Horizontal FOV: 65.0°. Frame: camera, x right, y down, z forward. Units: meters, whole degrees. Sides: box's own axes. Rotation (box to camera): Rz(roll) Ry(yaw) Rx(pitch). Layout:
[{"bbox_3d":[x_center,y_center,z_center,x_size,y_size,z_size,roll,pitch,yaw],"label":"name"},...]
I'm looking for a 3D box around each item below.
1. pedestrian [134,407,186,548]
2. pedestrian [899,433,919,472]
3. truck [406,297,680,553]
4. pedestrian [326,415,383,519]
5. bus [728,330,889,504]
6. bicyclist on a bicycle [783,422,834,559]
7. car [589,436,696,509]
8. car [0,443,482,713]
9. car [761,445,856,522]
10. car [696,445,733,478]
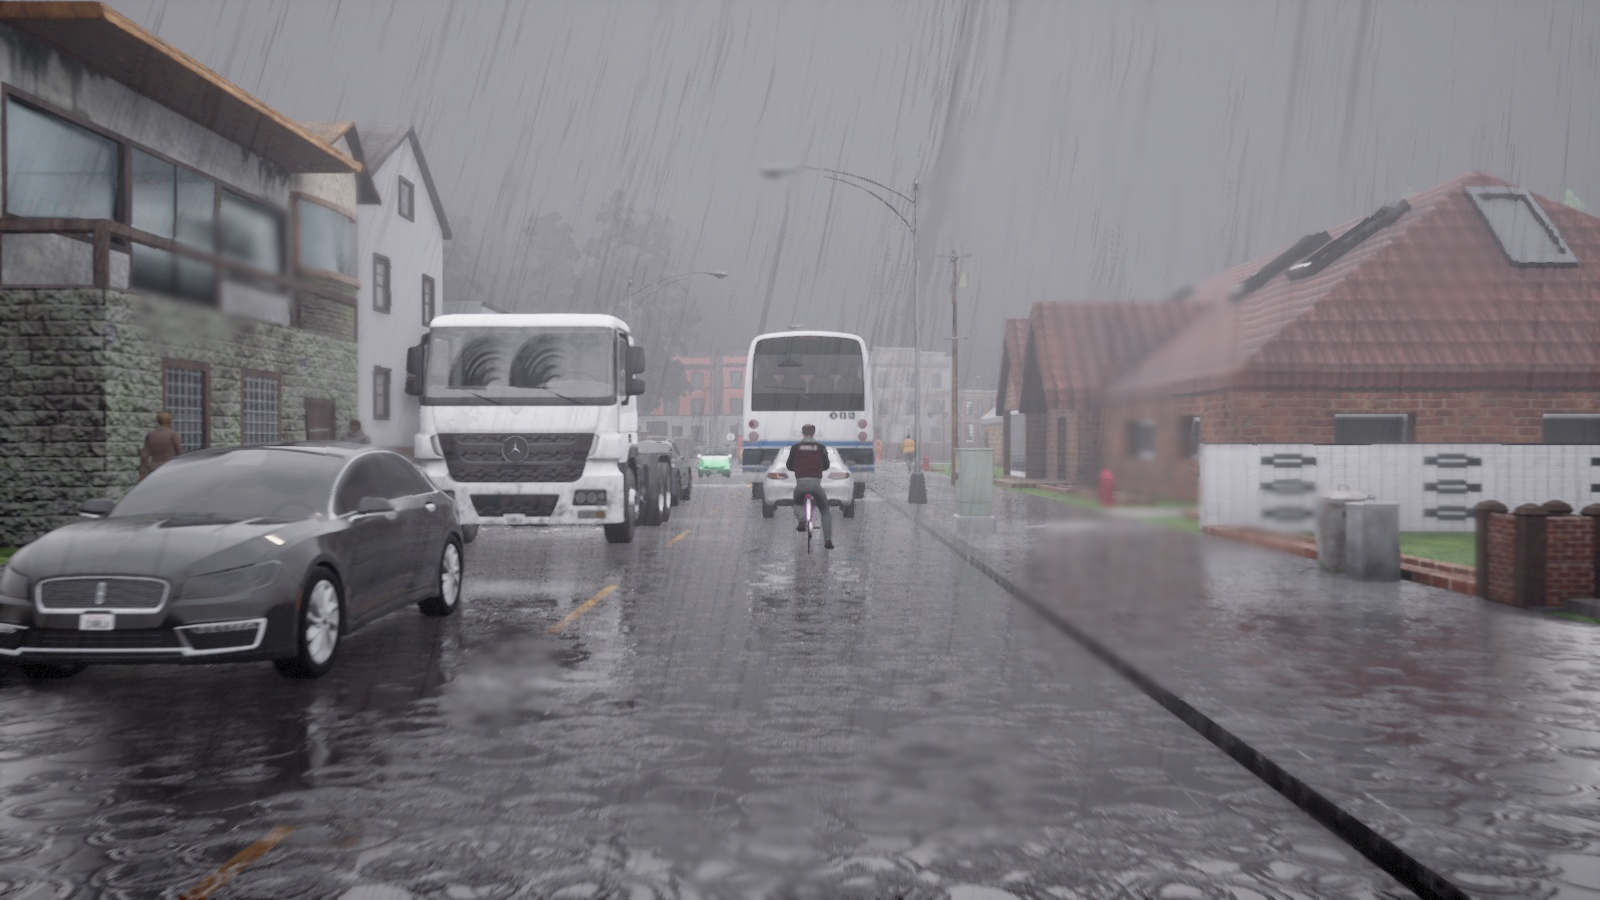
[{"bbox_3d":[-8.518,0.355,16.716,0.331,1.846,0.634,0,0,5],"label":"pedestrian"},{"bbox_3d":[5.277,0.118,60.807,0.874,1.855,0.900,0,0,-2],"label":"pedestrian"},{"bbox_3d":[-3.856,-0.357,20.957,2.891,3.462,7.936,0,0,0],"label":"truck"},{"bbox_3d":[-8.474,0.315,23.906,0.659,1.952,0.873,0,0,14],"label":"pedestrian"},{"bbox_3d":[0.239,-0.832,35.924,3.944,4.253,10.273,0,0,0],"label":"bus"},{"bbox_3d":[0.118,0.520,17.232,0.659,1.776,1.843,0,1,0],"label":"bicyclist on a bicycle"},{"bbox_3d":[-3.799,0.498,31.099,2.033,1.649,4.856,0,0,0],"label":"car"},{"bbox_3d":[-3.930,0.695,9.394,1.837,1.490,4.892,0,0,0],"label":"car"},{"bbox_3d":[0.172,0.625,26.098,1.812,1.442,4.674,0,0,0],"label":"car"},{"bbox_3d":[-3.706,0.490,54.697,1.481,1.376,2.207,0,0,-1],"label":"car"}]
